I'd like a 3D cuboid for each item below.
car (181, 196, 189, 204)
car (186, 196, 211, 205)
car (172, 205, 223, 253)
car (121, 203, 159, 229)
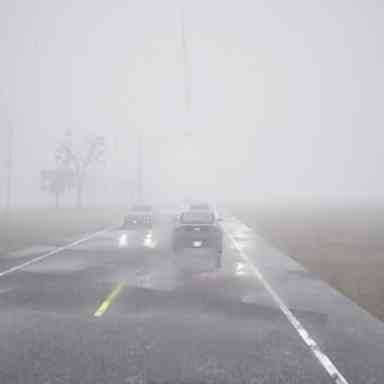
[{"bbox_3d":[-1.006,1.440,63.931,1.882,1.535,5.008,0,0,5],"label":"car"},{"bbox_3d":[0.717,1.464,30.857,1.882,1.535,5.008,0,0,2],"label":"car"},{"bbox_3d":[0.231,1.500,13.709,1.837,1.490,4.892,0,0,1],"label":"car"},{"bbox_3d":[-3.275,1.495,21.816,1.837,1.490,4.892,0,0,2],"label":"car"}]
